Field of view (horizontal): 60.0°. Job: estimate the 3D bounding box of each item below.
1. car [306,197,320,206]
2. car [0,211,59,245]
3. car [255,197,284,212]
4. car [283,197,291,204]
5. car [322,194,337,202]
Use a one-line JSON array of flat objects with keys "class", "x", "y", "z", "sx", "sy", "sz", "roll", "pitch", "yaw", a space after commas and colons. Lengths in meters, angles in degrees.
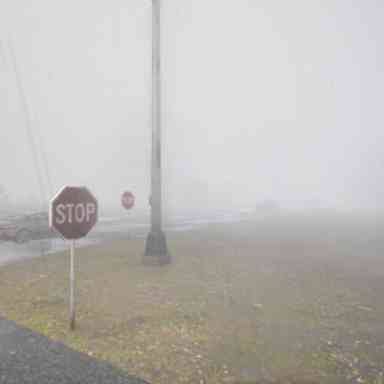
[{"class": "car", "x": 22.048, "y": 1.722, "z": 60.838, "sx": 1.812, "sy": 1.442, "sz": 4.674, "roll": 0, "pitch": 0, "yaw": 28}, {"class": "car", "x": -7.231, "y": 1.605, "z": 15.973, "sx": 1.994, "sy": 1.385, "sz": 4.181, "roll": 0, "pitch": 0, "yaw": 34}, {"class": "car", "x": 9.249, "y": 1.663, "z": 40.561, "sx": 1.812, "sy": 1.442, "sz": 4.674, "roll": 0, "pitch": 0, "yaw": 34}, {"class": "car", "x": 18.323, "y": 1.665, "z": 66.703, "sx": 1.882, "sy": 1.535, "sz": 5.008, "roll": 0, "pitch": 0, "yaw": 34}, {"class": "car", "x": 34.416, "y": 1.457, "z": 84.247, "sx": 2.150, "sy": 2.045, "sz": 5.566, "roll": 0, "pitch": 0, "yaw": 34}]
